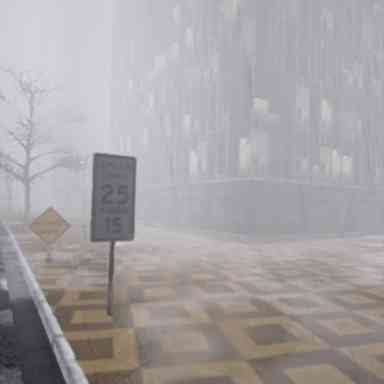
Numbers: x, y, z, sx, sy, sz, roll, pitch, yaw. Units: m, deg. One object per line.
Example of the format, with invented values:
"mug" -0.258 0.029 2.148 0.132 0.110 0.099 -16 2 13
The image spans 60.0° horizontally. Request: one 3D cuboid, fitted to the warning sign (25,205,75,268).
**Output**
"warning sign" -4.634 1.386 10.826 1.300 1.860 1.060 3 -2 -31
